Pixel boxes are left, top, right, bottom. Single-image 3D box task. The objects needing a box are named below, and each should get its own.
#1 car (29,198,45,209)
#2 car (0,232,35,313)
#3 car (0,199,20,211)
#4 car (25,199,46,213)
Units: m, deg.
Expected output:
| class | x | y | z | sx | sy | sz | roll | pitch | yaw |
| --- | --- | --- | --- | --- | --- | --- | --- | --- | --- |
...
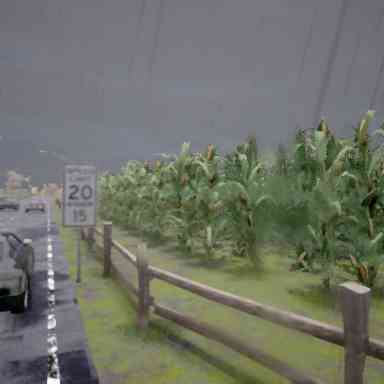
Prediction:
| class | x | y | z | sx | sy | sz | roll | pitch | yaw |
| --- | --- | --- | --- | --- | --- | --- | --- | --- | --- |
| car | -21.048 | 1.548 | 45.269 | 1.895 | 1.301 | 4.718 | 1 | 0 | -23 |
| car | -4.537 | 1.544 | 7.182 | 1.994 | 1.385 | 4.181 | 1 | 0 | -23 |
| car | -21.048 | 1.514 | 38.356 | 1.895 | 1.301 | 4.718 | 1 | 0 | -23 |
| car | -17.055 | 1.502 | 36.203 | 2.033 | 1.411 | 5.357 | 1 | 0 | -23 |
